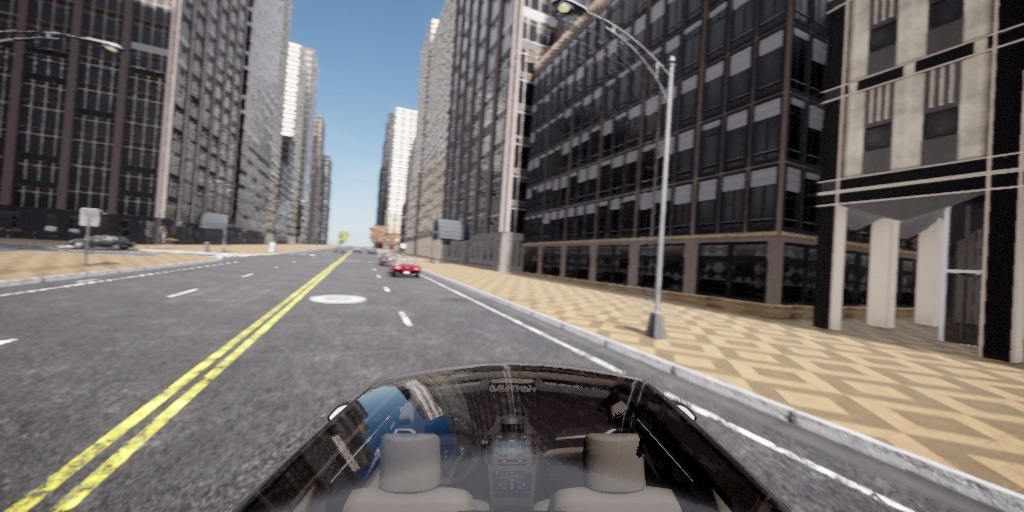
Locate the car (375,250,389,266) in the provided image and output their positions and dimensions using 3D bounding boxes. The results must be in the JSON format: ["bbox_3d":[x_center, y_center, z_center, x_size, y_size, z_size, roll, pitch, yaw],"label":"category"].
[{"bbox_3d":[-13.188,0.325,38.312,2.033,1.411,5.357,4,0,-23],"label":"car"}]

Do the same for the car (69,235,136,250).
[{"bbox_3d":[-39.620,-1.343,34.762,4.403,1.370,2.007,0,0,-24],"label":"car"}]

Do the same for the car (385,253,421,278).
[{"bbox_3d":[-7.813,0.774,25.859,1.895,1.301,4.718,4,0,-23],"label":"car"}]
